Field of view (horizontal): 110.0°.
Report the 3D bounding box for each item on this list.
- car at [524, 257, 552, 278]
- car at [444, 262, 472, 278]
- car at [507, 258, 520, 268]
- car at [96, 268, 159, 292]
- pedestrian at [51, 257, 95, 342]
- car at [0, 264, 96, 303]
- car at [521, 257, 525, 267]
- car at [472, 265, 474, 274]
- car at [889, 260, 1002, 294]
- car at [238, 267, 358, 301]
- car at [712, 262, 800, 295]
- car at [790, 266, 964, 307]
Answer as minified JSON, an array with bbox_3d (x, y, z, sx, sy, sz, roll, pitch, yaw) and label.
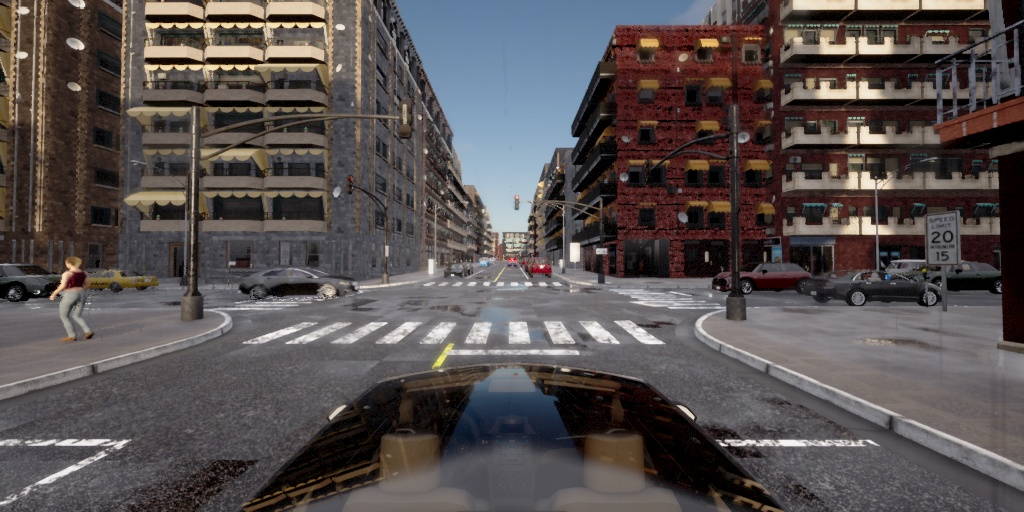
[{"bbox_3d":[2.604,1.078,34.053,2.192,1.841,5.009,0,0,0],"label":"car"},{"bbox_3d":[-5.277,1.329,34.017,1.948,1.339,4.313,0,0,0],"label":"car"},{"bbox_3d":[0.072,1.425,63.670,1.895,1.301,4.718,0,0,0],"label":"car"},{"bbox_3d":[-24.420,1.436,21.762,4.829,1.417,1.751,0,0,0],"label":"car"},{"bbox_3d":[-9.401,0.885,7.700,0.375,1.860,0.375,1,-1,0],"label":"pedestrian"},{"bbox_3d":[-22.625,1.146,16.357,4.553,1.767,2.097,0,-1,0],"label":"car"},{"bbox_3d":[2.617,1.087,45.176,2.192,1.841,5.009,0,0,0],"label":"car"},{"bbox_3d":[-5.271,1.332,39.578,1.948,1.339,4.313,0,0,0],"label":"car"},{"bbox_3d":[23.085,1.079,19.145,4.553,1.767,2.097,0,-1,0],"label":"car"},{"bbox_3d":[-9.853,1.256,16.770,4.902,1.511,2.128,0,-1,-7],"label":"car"},{"bbox_3d":[13.236,1.102,19.159,4.553,1.767,2.097,0,-1,-1],"label":"car"},{"bbox_3d":[13.759,1.186,13.747,4.403,1.370,2.007,0,0,0],"label":"car"}]
